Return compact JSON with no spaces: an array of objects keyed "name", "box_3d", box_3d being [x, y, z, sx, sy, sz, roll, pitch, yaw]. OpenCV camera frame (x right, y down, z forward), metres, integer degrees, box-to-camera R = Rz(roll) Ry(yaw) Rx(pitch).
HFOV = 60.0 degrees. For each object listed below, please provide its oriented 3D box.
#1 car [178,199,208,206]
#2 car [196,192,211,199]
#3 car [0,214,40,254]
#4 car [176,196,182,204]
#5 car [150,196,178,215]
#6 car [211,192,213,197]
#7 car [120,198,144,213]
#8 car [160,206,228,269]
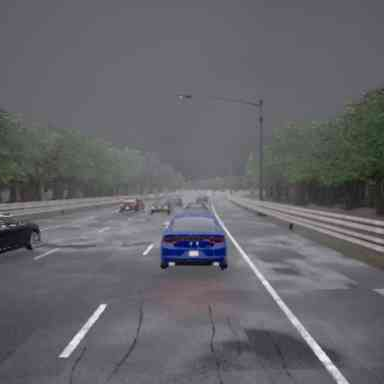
[{"name":"car","box_3d":[0.313,1.471,24.234,1.994,1.385,4.181,0,0,1]},{"name":"car","box_3d":[1.895,1.073,60.893,2.097,1.767,4.553,0,0,4]},{"name":"car","box_3d":[-6.835,1.450,11.045,2.128,1.511,4.902,0,0,1]},{"name":"car","box_3d":[-2.314,1.295,45.954,2.128,1.511,4.902,0,0,3]},{"name":"car","box_3d":[-2.855,1.415,32.388,2.033,1.411,5.357,0,0,2]},{"name":"car","box_3d":[3.647,1.048,84.724,1.882,1.535,5.008,0,0,5]},{"name":"car","box_3d":[-6.280,1.382,35.093,1.812,1.442,4.674,0,0,2]},{"name":"car","box_3d":[0.075,1.434,11.080,1.882,1.535,5.008,0,0,1]}]
